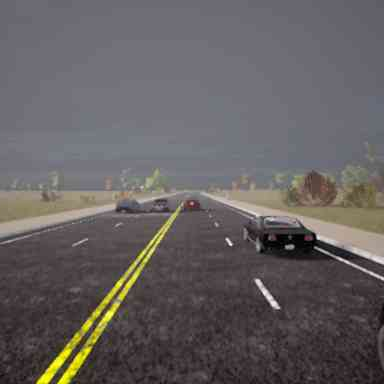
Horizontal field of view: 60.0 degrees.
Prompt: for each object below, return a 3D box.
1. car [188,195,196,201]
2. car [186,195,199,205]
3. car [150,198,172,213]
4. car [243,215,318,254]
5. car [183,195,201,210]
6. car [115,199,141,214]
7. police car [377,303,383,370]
[{"bbox_3d":[0.009,1.294,73.719,1.895,1.301,4.718,0,0,0],"label":"car"},{"bbox_3d":[0.107,1.323,55.432,2.033,1.411,5.357,0,0,0],"label":"car"},{"bbox_3d":[-3.253,1.385,35.324,1.812,1.442,4.674,0,0,0],"label":"car"},{"bbox_3d":[3.252,1.551,13.293,1.895,1.301,4.718,0,0,0],"label":"car"},{"bbox_3d":[0.002,1.344,39.926,2.163,1.488,4.792,0,0,0],"label":"car"},{"bbox_3d":[-6.512,1.411,34.331,2.033,1.411,5.357,0,0,0],"label":"car"},{"bbox_3d":[3.251,1.497,2.263,2.038,1.542,4.974,0,0,0],"label":"police car"}]
